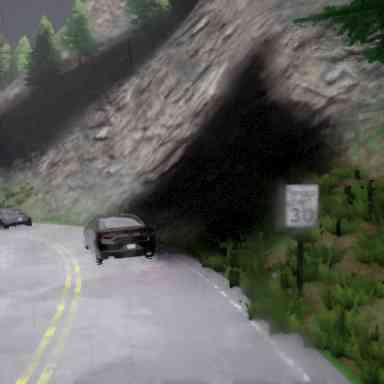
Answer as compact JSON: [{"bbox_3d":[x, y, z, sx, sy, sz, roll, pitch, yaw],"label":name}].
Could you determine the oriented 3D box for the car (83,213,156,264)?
[{"bbox_3d":[-2.820,1.499,12.211,1.882,1.535,5.008,-2,0,-24],"label":"car"}]

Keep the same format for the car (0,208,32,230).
[{"bbox_3d":[-13.614,1.941,24.487,4.181,1.385,1.994,-3,2,37],"label":"car"}]
